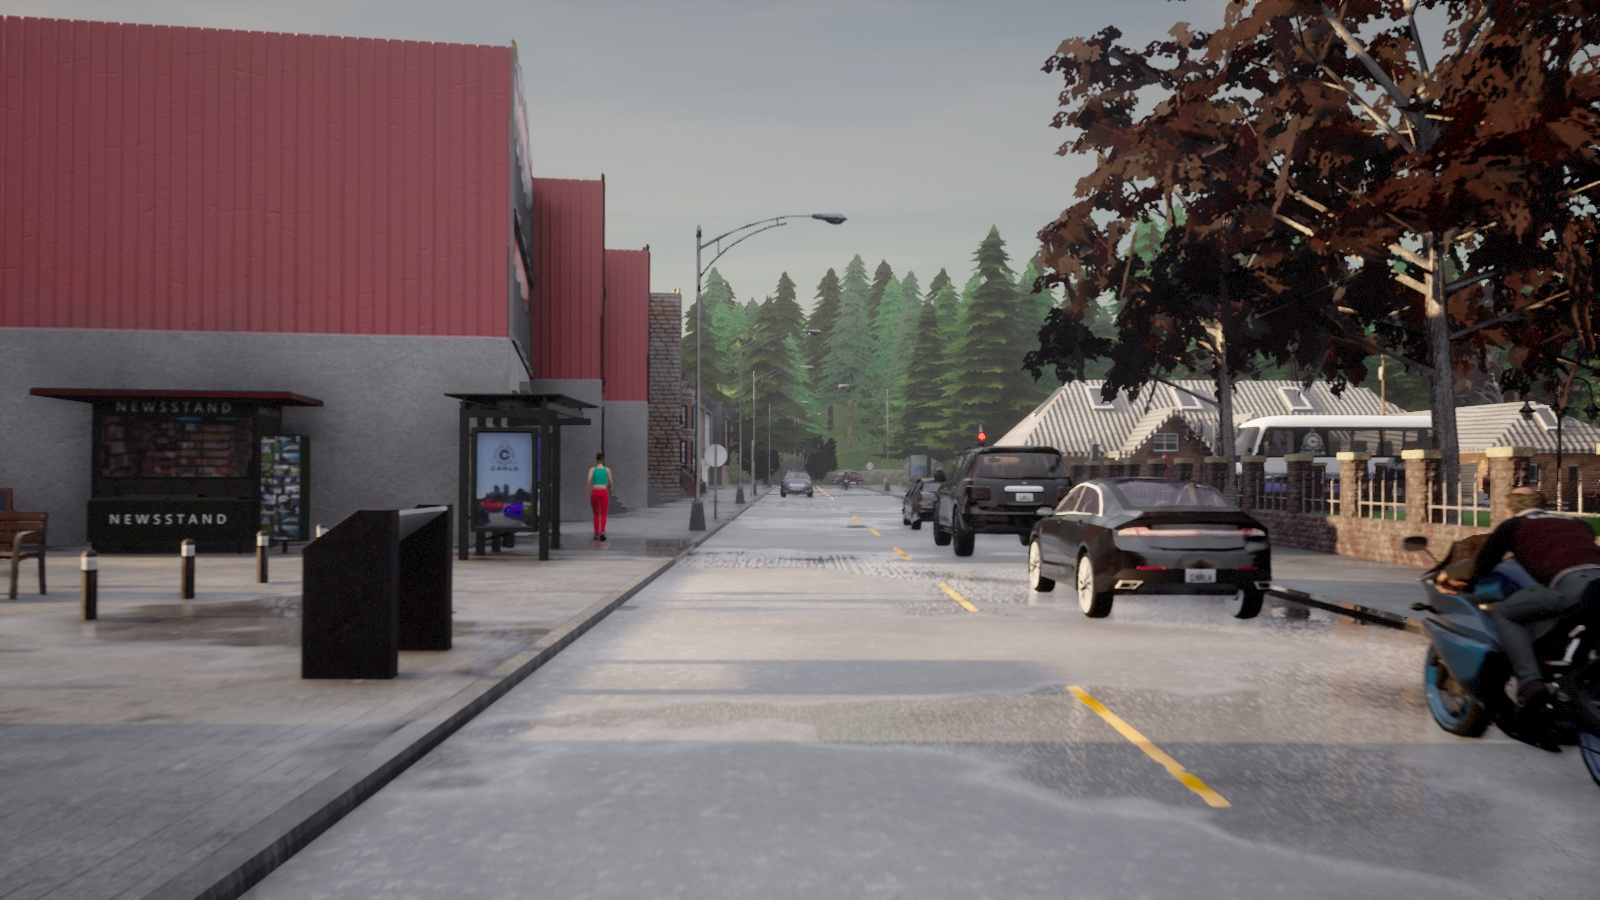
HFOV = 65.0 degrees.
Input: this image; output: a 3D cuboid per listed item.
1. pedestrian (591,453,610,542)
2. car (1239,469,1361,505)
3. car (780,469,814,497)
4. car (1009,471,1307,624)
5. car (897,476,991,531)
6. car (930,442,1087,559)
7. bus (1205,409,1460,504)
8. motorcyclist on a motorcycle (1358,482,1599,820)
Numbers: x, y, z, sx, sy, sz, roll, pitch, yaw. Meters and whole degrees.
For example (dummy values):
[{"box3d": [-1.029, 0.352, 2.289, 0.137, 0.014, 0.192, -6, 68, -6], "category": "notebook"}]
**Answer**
[{"box3d": [-4.154, 0.980, 26.213, 0.345, 1.836, 0.594, 0, -1, -5], "category": "pedestrian"}, {"box3d": [21.858, 1.595, 54.995, 4.514, 1.525, 2.007, 0, -1, -1], "category": "car"}, {"box3d": [-0.181, 2.036, 77.053, 2.033, 1.649, 4.856, 0, -1, 0], "category": "car"}, {"box3d": [3.965, 1.005, 14.924, 2.128, 1.511, 4.902, 0, -1, 0], "category": "car"}, {"box3d": [3.910, 1.433, 35.041, 2.033, 1.411, 5.357, 0, -1, 0], "category": "car"}, {"box3d": [3.944, 0.933, 24.827, 2.150, 2.045, 5.566, 0, -1, 0], "category": "car"}, {"box3d": [24.837, 0.328, 59.074, 10.273, 4.253, 3.944, 0, -1, 0], "category": "bus"}, {"box3d": [3.984, 0.949, 6.877, 0.866, 1.530, 2.191, 0, -1, 0], "category": "motorcyclist on a motorcycle"}]
